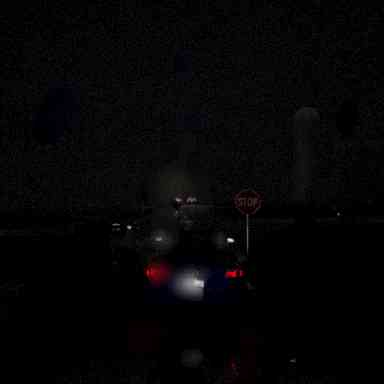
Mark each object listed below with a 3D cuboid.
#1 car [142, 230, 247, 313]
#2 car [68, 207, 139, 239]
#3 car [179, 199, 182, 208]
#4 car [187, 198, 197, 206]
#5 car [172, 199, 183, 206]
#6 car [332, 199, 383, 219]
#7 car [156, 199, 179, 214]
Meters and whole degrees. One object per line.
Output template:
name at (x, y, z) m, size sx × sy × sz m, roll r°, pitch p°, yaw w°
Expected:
car at (0.072, 1.575, 7.801) m, size 1.994 × 1.385 × 4.181 m, roll 0°, pitch 0°, yaw 1°
car at (-4.784, 1.580, 17.633) m, size 4.892 × 1.490 × 1.837 m, roll -4°, pitch -5°, yaw 42°
car at (-2.854, 1.854, 46.969) m, size 1.895 × 1.301 × 4.718 m, roll 0°, pitch -1°, yaw 0°
car at (-0.023, 1.945, 68.642) m, size 2.097 × 1.767 × 4.553 m, roll 0°, pitch -1°, yaw 0°
car at (-2.792, 2.124, 66.627) m, size 1.994 × 1.385 × 4.181 m, roll 0°, pitch -1°, yaw 1°
car at (12.644, 1.195, 23.806) m, size 4.718 × 1.301 × 1.895 m, roll -2°, pitch -1°, yaw -2°
car at (-2.867, 1.694, 37.351) m, size 2.033 × 1.411 × 5.357 m, roll 0°, pitch 0°, yaw 0°
